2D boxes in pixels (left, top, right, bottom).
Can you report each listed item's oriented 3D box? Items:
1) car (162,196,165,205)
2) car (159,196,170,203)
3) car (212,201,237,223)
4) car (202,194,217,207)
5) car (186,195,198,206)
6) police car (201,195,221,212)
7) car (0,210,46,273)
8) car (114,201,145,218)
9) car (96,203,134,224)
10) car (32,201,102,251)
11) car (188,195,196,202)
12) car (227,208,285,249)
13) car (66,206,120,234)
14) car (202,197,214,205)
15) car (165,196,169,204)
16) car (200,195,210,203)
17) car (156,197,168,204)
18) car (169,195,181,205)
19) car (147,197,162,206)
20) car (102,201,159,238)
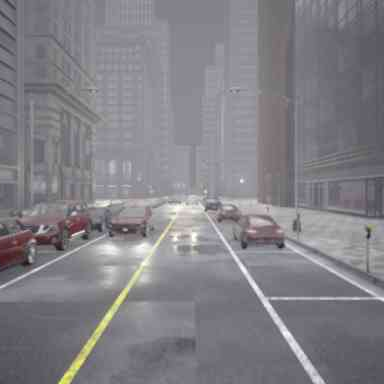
[{"bbox_3d":[-5.775,1.604,53.719,1.802,1.307,4.206,0,0,0],"label":"car"},{"bbox_3d":[-5.778,1.593,70.629,2.008,1.369,4.403,0,0,0],"label":"car"},{"bbox_3d":[2.755,1.586,25.543,1.802,1.307,4.206,0,0,0],"label":"car"},{"bbox_3d":[2.749,1.337,53.724,2.192,1.841,5.009,0,0,0],"label":"car"},{"bbox_3d":[-0.009,1.552,57.088,1.812,1.442,4.674,0,0,0],"label":"car"},{"bbox_3d":[2.360,1.435,38.179,1.930,1.638,5.238,0,0,0],"label":"police car"},{"bbox_3d":[-5.768,1.442,8.626,1.967,1.590,4.097,0,0,0],"label":"car"},{"bbox_3d":[-5.771,1.557,31.172,2.008,1.369,4.403,0,0,0],"label":"car"},{"bbox_3d":[-5.770,1.570,25.536,1.947,1.339,4.313,0,0,0],"label":"car"},{"bbox_3d":[-5.769,1.317,14.263,2.192,1.841,5.009,0,0,0],"label":"car"},{"bbox_3d":[-0.012,1.384,73.069,1.812,1.442,4.674,0,0,0],"label":"car"},{"bbox_3d":[2.757,1.584,14.270,1.802,1.307,4.206,0,0,0],"label":"car"},{"bbox_3d":[-5.769,1.569,19.900,1.947,1.339,4.313,0,0,0],"label":"car"},{"bbox_3d":[2.749,1.594,59.360,1.947,1.339,4.313,0,0,0],"label":"car"},{"bbox_3d":[-5.776,1.594,59.356,1.947,1.339,4.313,0,0,0],"label":"car"},{"bbox_3d":[2.747,1.482,70.632,1.967,1.590,4.097,0,0,0],"label":"car"},{"bbox_3d":[-5.777,1.601,64.992,1.947,1.339,4.313,0,0,0],"label":"car"},{"bbox_3d":[-3.056,1.381,59.872,2.097,1.767,4.553,0,0,1],"label":"car"},{"bbox_3d":[-5.774,1.543,47.913,1.752,1.417,4.829,0,0,0],"label":"car"},{"bbox_3d":[-3.103,1.480,17.956,1.882,1.535,5.008,0,0,0],"label":"car"}]
